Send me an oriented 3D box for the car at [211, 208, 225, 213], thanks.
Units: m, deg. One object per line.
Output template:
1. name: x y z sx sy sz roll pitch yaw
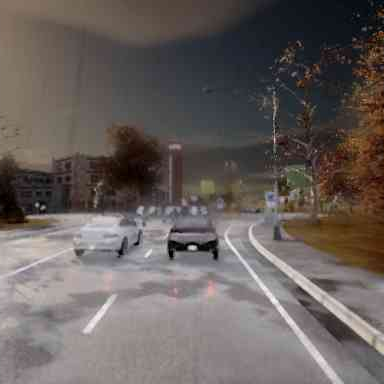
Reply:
1. car: 5.868 4.467 79.826 4.181 1.385 1.994 -1 -3 24

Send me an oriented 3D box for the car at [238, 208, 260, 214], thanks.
1. car: 13.434 4.365 78.346 5.357 1.411 2.033 -3 -4 45

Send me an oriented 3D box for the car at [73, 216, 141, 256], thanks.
1. car: -3.379 1.720 13.843 1.812 1.442 4.674 0 -1 2

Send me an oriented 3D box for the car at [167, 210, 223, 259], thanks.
1. car: 0.103 1.679 13.442 2.128 1.511 4.902 0 -1 2
